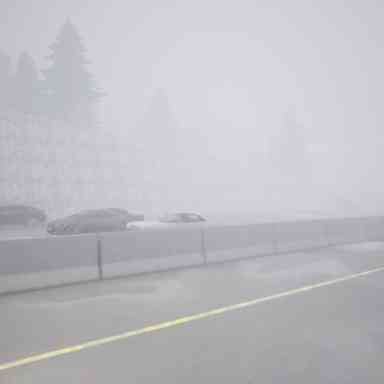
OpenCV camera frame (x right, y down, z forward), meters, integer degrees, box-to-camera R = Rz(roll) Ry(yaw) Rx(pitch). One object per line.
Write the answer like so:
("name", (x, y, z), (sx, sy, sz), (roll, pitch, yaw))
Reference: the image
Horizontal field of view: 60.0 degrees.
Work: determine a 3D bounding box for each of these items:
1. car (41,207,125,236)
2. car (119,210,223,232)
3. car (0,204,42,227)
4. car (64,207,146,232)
("car", (-5.296, 1.619, 17.406), (4.181, 1.385, 1.994), (1, 0, -35))
("car", (-0.831, 1.684, 16.289), (4.718, 1.301, 1.895), (1, 0, -35))
("car", (-11.917, 1.530, 21.283), (4.892, 1.490, 1.837), (1, 0, -35))
("car", (-5.559, 1.676, 21.517), (4.718, 1.301, 1.895), (1, 0, -35))
